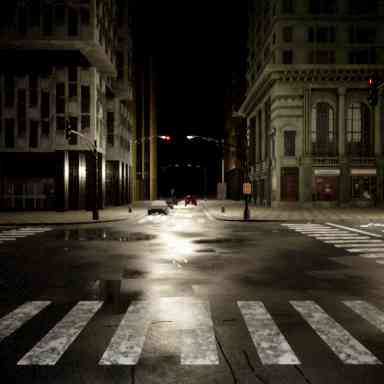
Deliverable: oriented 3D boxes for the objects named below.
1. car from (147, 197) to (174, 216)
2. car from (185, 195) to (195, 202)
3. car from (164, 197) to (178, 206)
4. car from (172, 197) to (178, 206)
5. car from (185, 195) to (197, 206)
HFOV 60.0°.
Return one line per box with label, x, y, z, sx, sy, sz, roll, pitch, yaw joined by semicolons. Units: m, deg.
car;-3.200;1.528;32.544;2.033;1.411;5.357;0;0;0
car;-0.427;1.451;73.760;1.994;1.385;4.181;0;0;0
car;-3.290;1.510;53.667;1.994;1.385;4.181;0;0;0
car;-3.274;1.513;43.240;2.033;1.411;5.357;0;0;-1
car;-0.184;1.469;54.901;1.812;1.442;4.674;0;0;0
